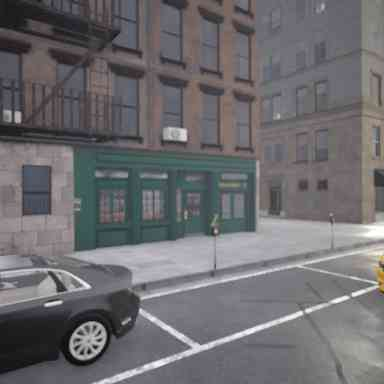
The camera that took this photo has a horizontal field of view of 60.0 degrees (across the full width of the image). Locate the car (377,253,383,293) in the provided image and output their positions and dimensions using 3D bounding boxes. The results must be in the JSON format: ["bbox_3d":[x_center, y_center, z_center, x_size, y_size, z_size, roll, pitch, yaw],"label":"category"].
[{"bbox_3d":[6.039,1.426,7.397,5.008,1.535,1.882,0,0,-36],"label":"car"}]

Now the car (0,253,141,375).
[{"bbox_3d":[-2.811,1.551,4.183,4.403,1.369,2.008,0,0,-36],"label":"car"}]
